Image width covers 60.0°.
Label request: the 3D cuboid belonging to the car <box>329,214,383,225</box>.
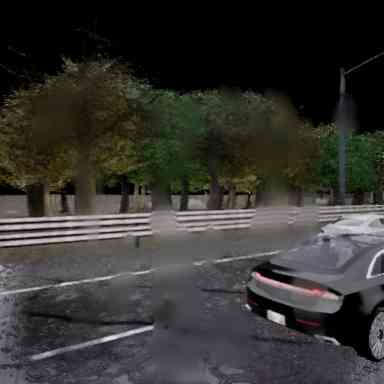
[{"bbox_3d":[6.678,1.554,12.589,4.674,1.442,1.812,0,0,-34],"label":"car"}]

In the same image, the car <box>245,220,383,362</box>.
[{"bbox_3d":[3.149,1.505,5.929,4.902,1.511,2.128,0,0,-35],"label":"car"}]
